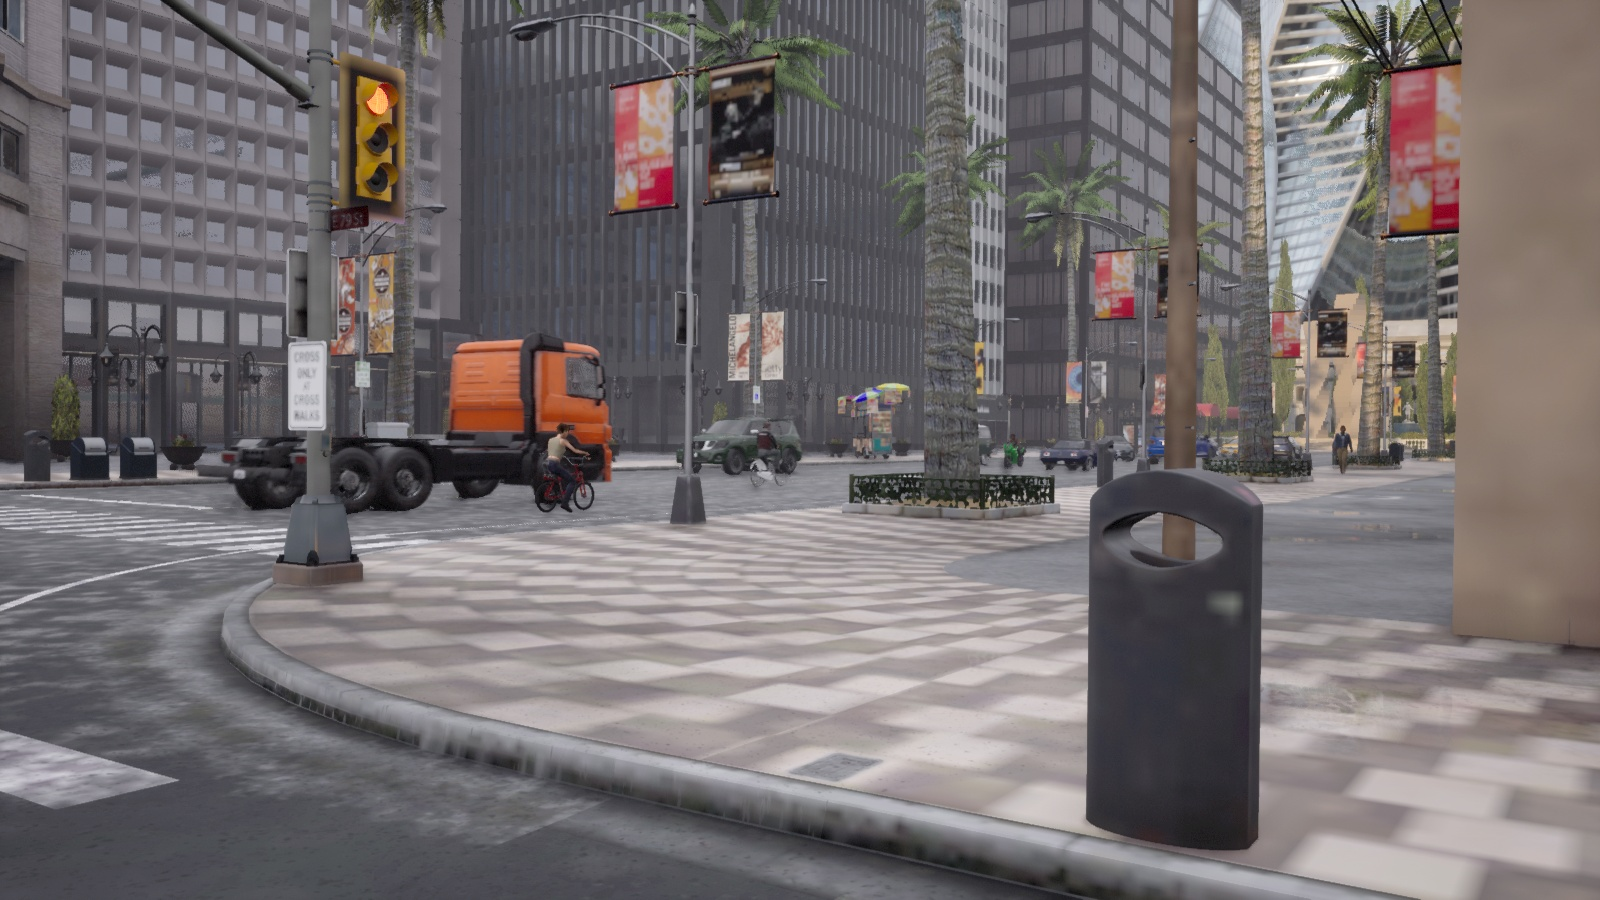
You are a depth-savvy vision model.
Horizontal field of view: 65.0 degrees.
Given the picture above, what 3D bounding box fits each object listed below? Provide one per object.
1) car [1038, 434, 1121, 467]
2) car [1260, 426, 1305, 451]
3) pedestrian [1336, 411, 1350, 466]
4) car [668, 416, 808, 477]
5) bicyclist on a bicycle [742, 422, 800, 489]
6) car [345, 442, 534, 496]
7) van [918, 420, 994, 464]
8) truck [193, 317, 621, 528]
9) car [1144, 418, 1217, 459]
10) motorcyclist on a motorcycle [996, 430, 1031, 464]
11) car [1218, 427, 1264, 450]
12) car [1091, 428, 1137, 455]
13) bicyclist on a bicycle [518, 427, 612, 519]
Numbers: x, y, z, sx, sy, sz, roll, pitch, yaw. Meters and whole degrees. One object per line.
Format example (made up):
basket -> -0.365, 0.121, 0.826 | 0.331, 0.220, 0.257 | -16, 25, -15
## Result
car -> 11.995, -0.009, 53.626 | 1.895, 1.301, 4.718 | 0, 1, 33
car -> 32.908, -0.803, 85.564 | 2.033, 1.649, 4.856 | 0, 1, 32
pedestrian -> 19.587, -0.408, 45.285 | 0.423, 1.949, 0.788 | 0, 1, 26
car -> -2.128, -0.141, 45.106 | 2.150, 2.045, 5.566 | 0, 1, 34
bicyclist on a bicycle -> -0.781, 0.140, 34.361 | 0.659, 1.776, 1.843 | 0, 1, 33
car -> -9.589, 0.457, 33.793 | 1.895, 1.301, 4.718 | 0, 1, 35
van -> 7.417, -0.391, 59.416 | 1.775, 1.987, 4.442 | 0, 1, 33
truck -> -7.307, -0.513, 24.731 | 2.891, 3.462, 7.936 | 0, 1, 34
car -> 20.035, -0.626, 65.932 | 2.150, 2.045, 5.566 | 0, 1, 33
motorcyclist on a motorcycle -> 9.605, -0.143, 56.364 | 0.797, 1.523, 2.044 | 0, 1, 33
car -> 31.681, -0.847, 90.115 | 1.801, 1.575, 5.366 | 0, 1, 34
car -> 18.424, -0.496, 73.811 | 2.007, 1.525, 4.514 | 0, 1, 6
bicyclist on a bicycle -> -4.288, 0.394, 23.023 | 0.866, 1.612, 1.509 | 0, 1, 34
